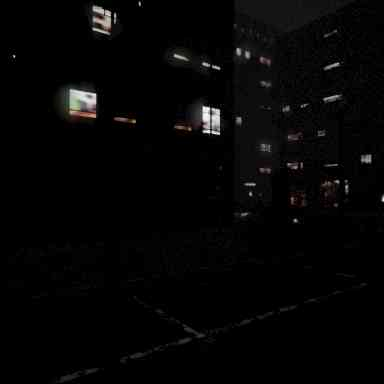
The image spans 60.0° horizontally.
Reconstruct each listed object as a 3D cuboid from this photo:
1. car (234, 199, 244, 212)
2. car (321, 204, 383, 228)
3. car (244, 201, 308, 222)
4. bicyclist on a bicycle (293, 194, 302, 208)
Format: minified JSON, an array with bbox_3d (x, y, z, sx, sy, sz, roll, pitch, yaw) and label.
[{"bbox_3d":[3.138,1.023,32.888,2.097,1.767,4.553,0,1,-36],"label":"car"},{"bbox_3d":[10.920,1.476,21.548,1.895,1.301,4.718,0,1,-31],"label":"car"},{"bbox_3d":[6.267,1.342,24.208,2.008,1.369,4.403,1,0,-36],"label":"car"},{"bbox_3d":[11.514,1.011,36.229,1.656,1.620,0.582,0,1,-36],"label":"bicyclist on a bicycle"}]
